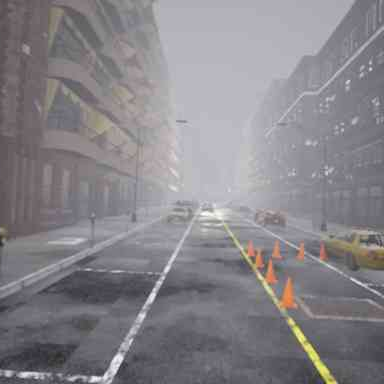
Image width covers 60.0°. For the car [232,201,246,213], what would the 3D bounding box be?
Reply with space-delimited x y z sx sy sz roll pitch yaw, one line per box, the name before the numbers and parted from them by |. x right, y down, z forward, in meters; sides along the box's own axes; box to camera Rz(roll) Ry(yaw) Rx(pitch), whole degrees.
car | 7.693 2.549 50.573 1.887 1.381 4.507 4 -1 3

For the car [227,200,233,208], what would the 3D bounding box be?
car | 8.175 2.631 61.624 1.967 1.590 4.097 4 -1 3

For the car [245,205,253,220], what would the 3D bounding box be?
car | 6.991 2.290 33.998 2.008 1.369 4.403 4 -1 3

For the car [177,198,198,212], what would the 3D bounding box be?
car | -0.856 1.725 34.402 2.192 1.841 5.009 4 -1 3

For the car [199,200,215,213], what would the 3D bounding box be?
car | 2.262 2.286 48.300 2.033 1.411 5.357 2 -1 2

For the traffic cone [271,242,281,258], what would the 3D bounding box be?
traffic cone | 3.337 2.262 13.142 0.340 0.580 0.340 2 -1 2

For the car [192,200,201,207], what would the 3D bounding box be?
car | 0.996 2.714 78.597 1.947 1.339 4.313 4 -1 3

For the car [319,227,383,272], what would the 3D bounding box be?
car | 6.063 1.934 12.068 1.752 1.417 4.829 4 -1 3

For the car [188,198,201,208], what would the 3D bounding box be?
car | 0.546 2.270 67.549 2.192 1.841 5.009 4 -1 3

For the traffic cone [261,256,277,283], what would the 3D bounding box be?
traffic cone | 2.170 2.162 9.189 0.340 0.580 0.340 2 -1 2

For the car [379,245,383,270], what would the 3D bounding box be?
car | 5.821 1.872 6.372 1.887 1.381 4.507 4 -1 3

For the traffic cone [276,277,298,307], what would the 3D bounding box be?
traffic cone | 2.085 2.134 7.192 0.340 0.580 0.340 2 -1 2

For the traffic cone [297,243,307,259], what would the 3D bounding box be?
traffic cone | 4.335 2.304 13.100 0.340 0.580 0.340 2 -1 2

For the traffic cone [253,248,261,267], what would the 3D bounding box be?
traffic cone | 2.255 2.191 11.187 0.340 0.580 0.340 2 -1 2

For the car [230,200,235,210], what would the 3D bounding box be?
car | 7.927 2.641 56.097 1.887 1.381 4.507 4 -1 3

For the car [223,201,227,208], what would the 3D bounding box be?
car | 8.609 2.694 72.678 2.192 1.841 5.009 4 -1 3

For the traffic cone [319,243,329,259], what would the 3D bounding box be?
traffic cone | 5.153 2.320 13.066 0.340 0.580 0.340 -4 -1 4

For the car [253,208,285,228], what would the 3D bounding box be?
car | 6.757 2.200 28.472 1.887 1.381 4.507 4 -1 3

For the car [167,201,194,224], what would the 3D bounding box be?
car | -1.112 1.848 28.704 1.752 1.417 4.829 4 -1 3

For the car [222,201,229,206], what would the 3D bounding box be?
car | 9.525 3.363 94.777 1.802 1.307 4.206 4 -1 3

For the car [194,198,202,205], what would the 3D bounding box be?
car | 1.712 2.768 95.173 2.192 1.841 5.009 4 -1 3
